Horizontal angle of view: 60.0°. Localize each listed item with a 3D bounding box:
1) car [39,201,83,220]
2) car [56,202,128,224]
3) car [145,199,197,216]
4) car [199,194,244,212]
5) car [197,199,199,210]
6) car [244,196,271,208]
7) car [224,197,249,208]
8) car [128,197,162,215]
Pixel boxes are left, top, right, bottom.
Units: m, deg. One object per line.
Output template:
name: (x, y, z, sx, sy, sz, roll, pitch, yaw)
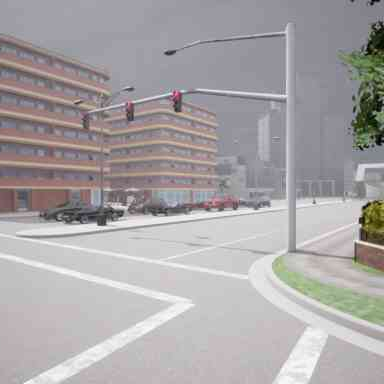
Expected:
car: (-9.967, 1.505, 27.238, 1.837, 1.490, 4.892, 0, 0, 36)
car: (-7.364, 1.601, 24.903, 1.895, 1.301, 4.718, 0, 0, 33)
car: (-1.952, 1.599, 32.299, 1.895, 1.301, 4.718, 0, 0, 36)
car: (3.625, 1.221, 39.942, 2.150, 2.045, 5.566, 0, 0, 36)
car: (0.693, 1.601, 41.864, 1.895, 1.301, 4.718, 0, 0, 36)
car: (9.680, 1.352, 48.206, 2.097, 1.767, 4.553, 0, 0, 36)
car: (6.746, 1.526, 50.123, 1.812, 1.442, 4.674, 0, 0, 36)
car: (-4.562, 1.352, 34.649, 2.097, 1.767, 4.553, 0, 0, 35)
